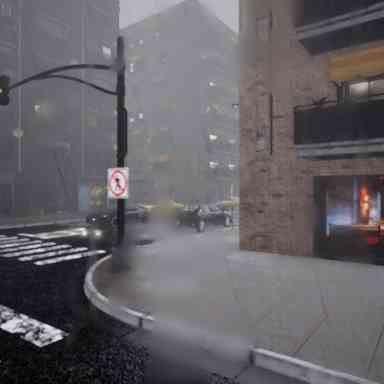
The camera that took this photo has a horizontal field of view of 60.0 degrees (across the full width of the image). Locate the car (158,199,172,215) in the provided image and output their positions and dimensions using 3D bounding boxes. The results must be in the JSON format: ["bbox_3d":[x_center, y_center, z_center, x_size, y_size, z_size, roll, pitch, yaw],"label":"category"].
[{"bbox_3d":[-2.573,1.237,27.346,1.752,1.417,4.829,1,1,36],"label":"car"}]

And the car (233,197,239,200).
[{"bbox_3d":[4.080,1.096,36.531,1.752,1.417,4.829,1,1,36],"label":"car"}]

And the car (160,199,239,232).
[{"bbox_3d":[0.599,1.324,18.293,2.008,1.369,4.403,1,1,36],"label":"car"}]

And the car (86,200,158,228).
[{"bbox_3d":[-4.436,1.356,20.590,1.994,1.385,4.181,0,1,36],"label":"car"}]

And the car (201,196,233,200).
[{"bbox_3d":[1.368,1.232,28.594,1.994,1.385,4.181,0,1,36],"label":"car"}]
